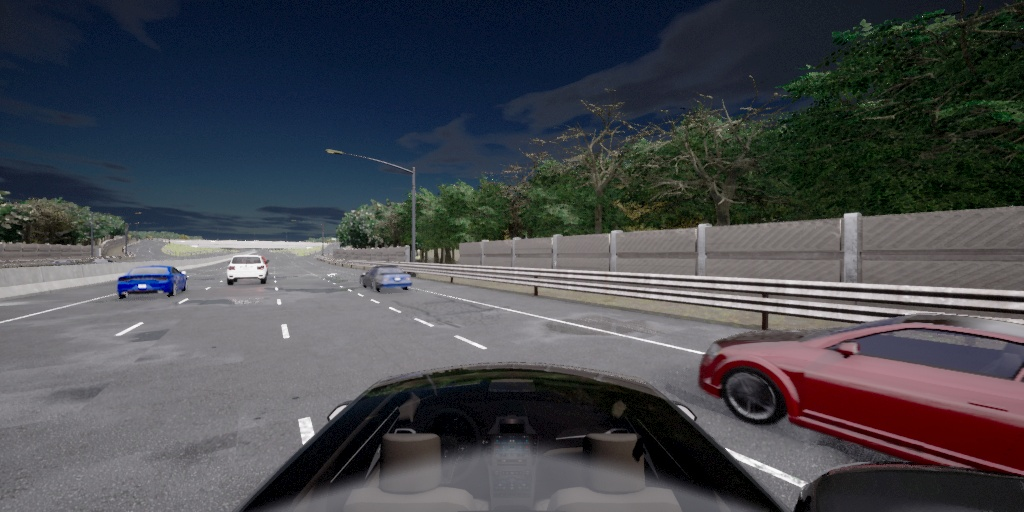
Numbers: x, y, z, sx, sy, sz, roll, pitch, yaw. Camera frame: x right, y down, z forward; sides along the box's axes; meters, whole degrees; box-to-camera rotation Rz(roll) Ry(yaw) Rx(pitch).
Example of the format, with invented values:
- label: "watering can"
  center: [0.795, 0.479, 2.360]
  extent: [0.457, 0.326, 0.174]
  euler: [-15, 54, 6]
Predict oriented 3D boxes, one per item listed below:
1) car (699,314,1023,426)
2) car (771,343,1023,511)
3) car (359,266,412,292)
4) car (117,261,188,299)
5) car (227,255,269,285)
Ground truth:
- label: "car"
  center: [4.337, 1.314, 3.767]
  extent: [1.994, 1.385, 4.181]
  euler: [0, 0, -34]
- label: "car"
  center: [2.985, 1.315, 0.487]
  extent: [4.181, 1.385, 1.994]
  euler: [0, 0, 34]
- label: "car"
  center: [-7.647, 1.292, 21.490]
  extent: [2.033, 1.411, 5.357]
  euler: [0, 0, -35]
- label: "car"
  center: [-18.199, 1.218, 18.352]
  extent: [1.882, 1.535, 5.008]
  euler: [0, 0, -34]
- label: "car"
  center: [-19.278, 0.957, 26.233]
  extent: [2.150, 2.045, 5.566]
  euler: [0, 0, -34]
